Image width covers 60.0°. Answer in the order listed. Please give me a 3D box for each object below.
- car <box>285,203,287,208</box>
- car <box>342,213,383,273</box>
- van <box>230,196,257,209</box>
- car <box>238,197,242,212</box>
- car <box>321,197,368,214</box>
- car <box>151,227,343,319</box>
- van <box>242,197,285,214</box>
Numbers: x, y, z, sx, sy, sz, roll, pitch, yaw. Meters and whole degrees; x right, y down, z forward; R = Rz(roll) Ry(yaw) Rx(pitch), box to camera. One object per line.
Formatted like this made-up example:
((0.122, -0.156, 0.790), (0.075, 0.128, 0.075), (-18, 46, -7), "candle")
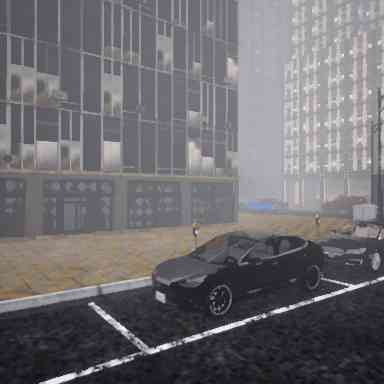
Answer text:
((11.191, 1.763, 46.289), (2.008, 1.369, 4.403), (0, 0, -36), "car")
((5.699, 1.550, 10.624), (4.403, 1.369, 2.008), (0, 0, -35), "car")
((7.812, 1.590, 50.877), (1.690, 1.788, 3.998), (0, 0, -36), "van")
((4.437, 1.513, 41.325), (2.192, 1.841, 5.009), (0, 0, -36), "car")
((17.361, 1.458, 37.906), (2.192, 1.841, 5.009), (0, 0, -36), "car")
((1.193, 1.565, 7.409), (4.313, 1.339, 1.947), (0, 0, -36), "car")
((7.815, 1.501, 36.737), (1.690, 1.788, 3.998), (0, 0, -36), "van")
